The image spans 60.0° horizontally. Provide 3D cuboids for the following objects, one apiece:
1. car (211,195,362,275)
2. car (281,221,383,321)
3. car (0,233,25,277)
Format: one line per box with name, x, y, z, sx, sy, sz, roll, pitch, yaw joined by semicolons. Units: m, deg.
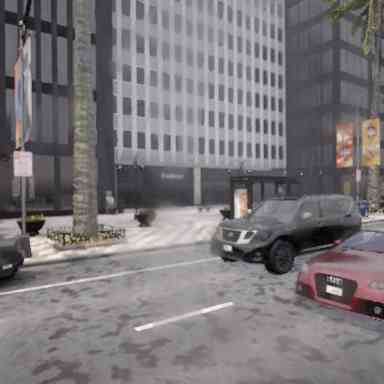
car;3.207;1.128;10.553;5.566;2.045;2.150;-1;0;-35
car;4.067;1.486;6.860;4.181;1.385;1.994;-1;0;-35
car;-6.441;1.493;7.367;4.892;1.521;2.231;-1;0;-35
